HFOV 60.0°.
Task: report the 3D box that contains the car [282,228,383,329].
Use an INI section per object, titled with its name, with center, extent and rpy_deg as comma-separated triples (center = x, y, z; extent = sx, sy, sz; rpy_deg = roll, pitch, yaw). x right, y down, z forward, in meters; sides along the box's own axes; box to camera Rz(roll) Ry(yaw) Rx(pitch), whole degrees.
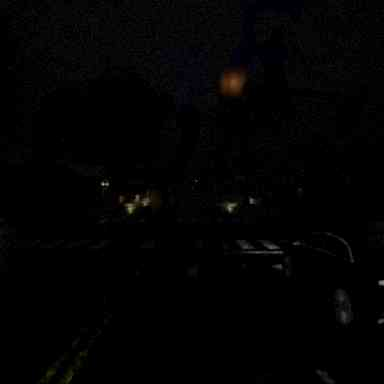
[car]
center = 3.344, 1.494, 6.931
extent = 2.128, 1.511, 4.902
rpy_deg = 0, 0, -2
